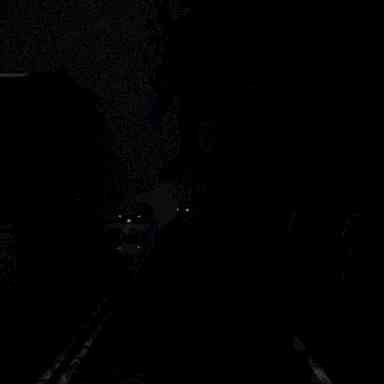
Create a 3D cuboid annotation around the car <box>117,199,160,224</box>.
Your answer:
[{"bbox_3d":[-4.063,1.547,25.143,2.033,1.411,5.357,0,0,5],"label":"car"}]

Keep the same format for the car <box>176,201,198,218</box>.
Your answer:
[{"bbox_3d":[-0.473,1.531,30.032,2.033,1.411,5.357,0,0,-2],"label":"car"}]

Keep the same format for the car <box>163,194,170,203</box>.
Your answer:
[{"bbox_3d":[-5.023,1.220,59.668,1.837,1.490,4.892,0,1,-3],"label":"car"}]

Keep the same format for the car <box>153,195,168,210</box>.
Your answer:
[{"bbox_3d":[-4.324,1.427,41.796,1.812,1.442,4.674,0,0,-2],"label":"car"}]
